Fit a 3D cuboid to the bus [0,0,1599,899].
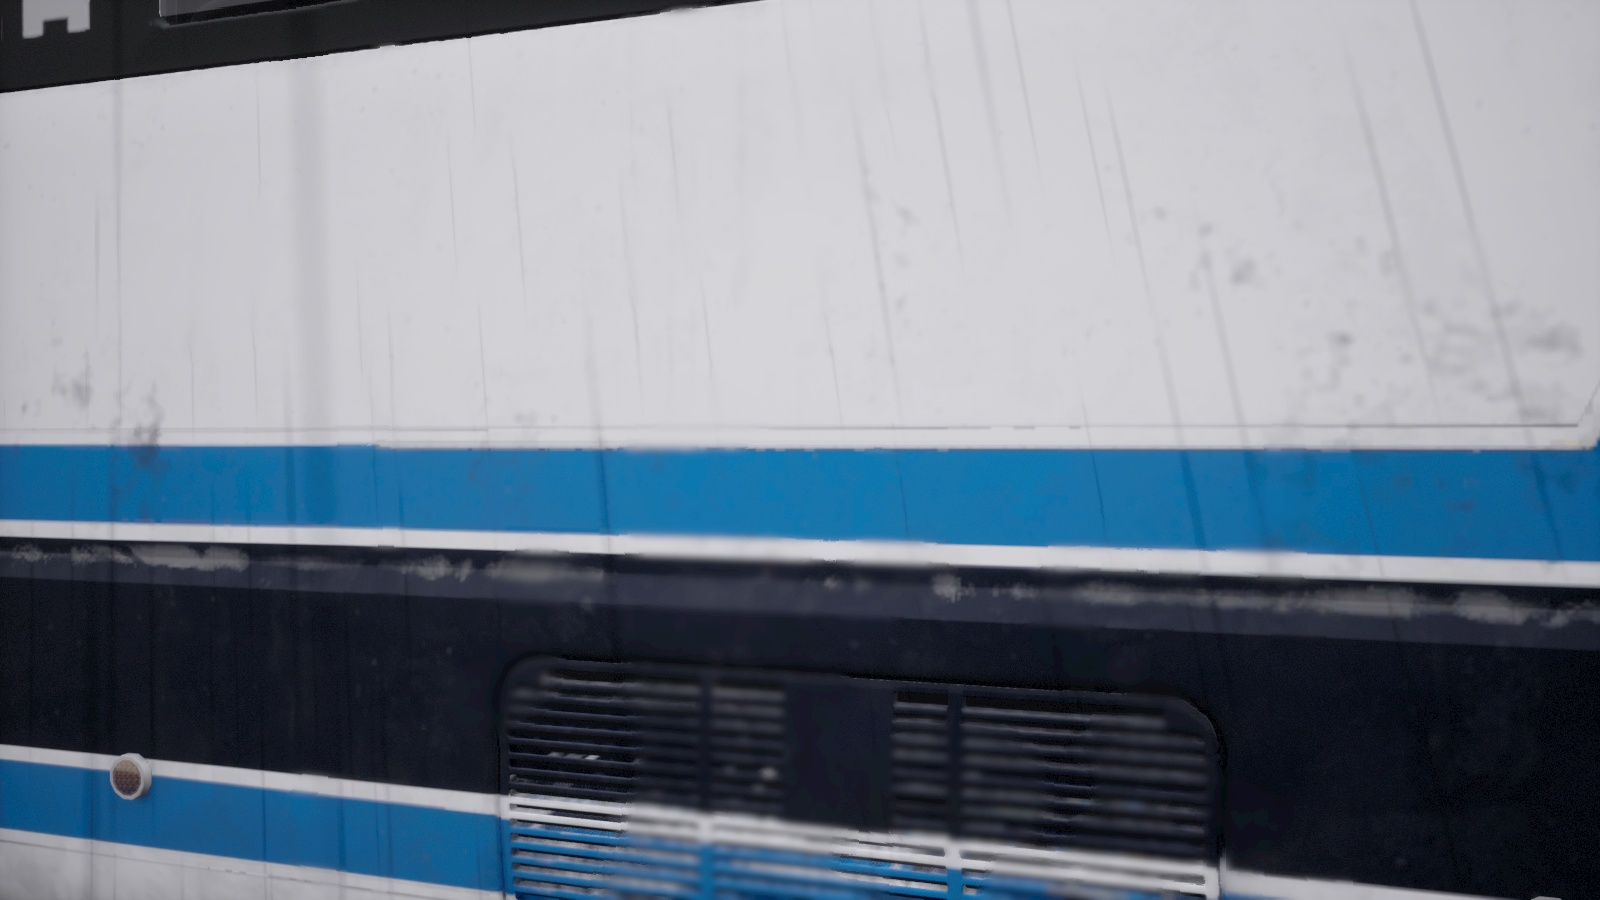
[{"bbox_3d":[-0.127,-0.610,3.748,10.273,4.253,3.944,1,1,19],"label":"bus"}]
